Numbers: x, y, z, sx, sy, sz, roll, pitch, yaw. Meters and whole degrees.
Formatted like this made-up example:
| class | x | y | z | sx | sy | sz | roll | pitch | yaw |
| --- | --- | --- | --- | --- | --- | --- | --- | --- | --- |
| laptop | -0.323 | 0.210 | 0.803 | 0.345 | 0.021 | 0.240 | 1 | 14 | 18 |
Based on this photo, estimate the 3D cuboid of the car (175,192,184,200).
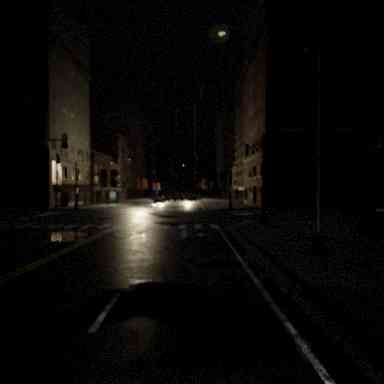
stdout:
| class | x | y | z | sx | sy | sz | roll | pitch | yaw |
| --- | --- | --- | --- | --- | --- | --- | --- | --- | --- |
| car | -3.258 | 1.158 | 89.728 | 2.150 | 2.045 | 5.566 | 0 | 0 | 0 |

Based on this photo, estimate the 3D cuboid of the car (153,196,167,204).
| class | x | y | z | sx | sy | sz | roll | pitch | yaw |
| --- | --- | --- | --- | --- | --- | --- | --- | --- | --- |
| car | -6.513 | 1.627 | 65.350 | 1.895 | 1.301 | 4.718 | 0 | 0 | 0 |

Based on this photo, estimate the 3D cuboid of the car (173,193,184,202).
| class | x | y | z | sx | sy | sz | roll | pitch | yaw |
| --- | --- | --- | --- | --- | --- | --- | --- | --- | --- |
| car | -3.257 | 1.259 | 79.307 | 2.150 | 2.045 | 5.566 | 0 | 0 | 0 |

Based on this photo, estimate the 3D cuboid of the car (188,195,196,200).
| class | x | y | z | sx | sy | sz | roll | pitch | yaw |
| --- | --- | --- | --- | --- | --- | --- | --- | --- | --- |
| car | -0.008 | 1.473 | 89.698 | 2.033 | 1.411 | 5.357 | 0 | 0 | 0 |

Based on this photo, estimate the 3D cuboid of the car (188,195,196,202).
| class | x | y | z | sx | sy | sz | roll | pitch | yaw |
| --- | --- | --- | --- | --- | --- | --- | --- | --- | --- |
| car | -0.007 | 1.534 | 79.277 | 1.837 | 1.490 | 4.892 | 0 | 0 | 0 |

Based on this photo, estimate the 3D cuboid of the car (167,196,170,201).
| class | x | y | z | sx | sy | sz | roll | pitch | yaw |
| --- | --- | --- | --- | --- | --- | --- | --- | --- | --- |
| car | -6.507 | 1.577 | 80.885 | 1.994 | 1.385 | 4.181 | 0 | 0 | 0 |
